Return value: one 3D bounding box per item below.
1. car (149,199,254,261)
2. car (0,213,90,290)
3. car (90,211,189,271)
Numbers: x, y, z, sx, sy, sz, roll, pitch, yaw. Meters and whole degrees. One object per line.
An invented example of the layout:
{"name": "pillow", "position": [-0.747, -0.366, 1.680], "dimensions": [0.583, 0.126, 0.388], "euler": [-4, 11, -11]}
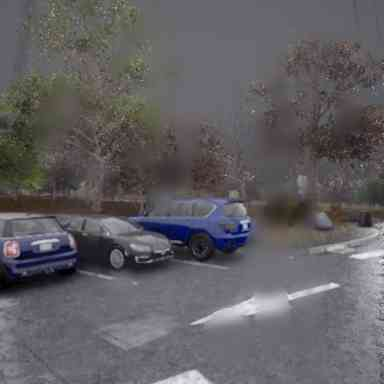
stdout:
{"name": "car", "position": [-0.402, 1.289, 12.762], "dimensions": [5.566, 2.045, 2.435], "euler": [-1, -1, 34]}
{"name": "car", "position": [-5.271, 1.368, 9.223], "dimensions": [4.553, 1.767, 2.185], "euler": [-1, -1, 34]}
{"name": "car", "position": [-2.839, 1.518, 11.001], "dimensions": [4.892, 1.521, 2.231], "euler": [-1, -1, 34]}
